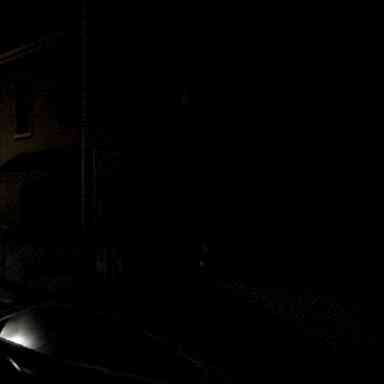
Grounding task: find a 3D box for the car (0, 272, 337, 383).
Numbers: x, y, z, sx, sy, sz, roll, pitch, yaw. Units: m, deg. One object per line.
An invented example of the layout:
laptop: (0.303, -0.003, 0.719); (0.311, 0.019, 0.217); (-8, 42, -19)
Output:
car: (-0.825, 1.537, 3.337); (4.313, 1.339, 1.947); (0, 1, 33)
